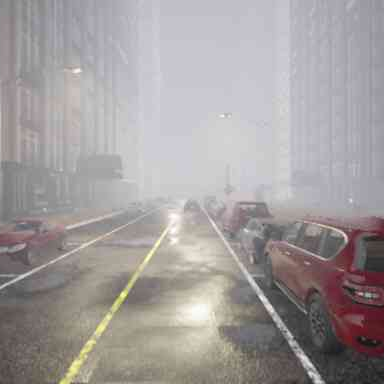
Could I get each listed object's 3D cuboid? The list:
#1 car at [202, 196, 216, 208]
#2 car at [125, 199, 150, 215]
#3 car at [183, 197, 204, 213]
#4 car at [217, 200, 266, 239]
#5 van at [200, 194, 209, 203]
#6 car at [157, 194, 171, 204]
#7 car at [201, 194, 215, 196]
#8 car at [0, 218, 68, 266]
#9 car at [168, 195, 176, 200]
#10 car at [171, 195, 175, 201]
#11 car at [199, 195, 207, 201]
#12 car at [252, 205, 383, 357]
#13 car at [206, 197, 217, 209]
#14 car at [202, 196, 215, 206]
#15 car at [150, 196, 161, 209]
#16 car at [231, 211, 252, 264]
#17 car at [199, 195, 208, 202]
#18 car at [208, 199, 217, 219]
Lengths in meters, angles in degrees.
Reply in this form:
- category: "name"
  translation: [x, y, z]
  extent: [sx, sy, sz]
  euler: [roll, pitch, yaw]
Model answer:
- category: "car"
  translation: [2.715, 1.560, 44.782]
  extent: [1.947, 1.339, 4.313]
  euler: [0, 0, 0]
- category: "car"
  translation: [-5.671, 1.579, 33.707]
  extent: [1.802, 1.307, 4.206]
  euler: [0, 0, 0]
- category: "car"
  translation: [0.018, 1.560, 36.886]
  extent: [1.994, 1.385, 4.181]
  euler: [0, 0, 0]
- category: "car"
  translation: [2.703, 1.313, 17.086]
  extent: [2.192, 1.841, 5.009]
  euler: [0, 0, 0]
- category: "van"
  translation: [2.728, 1.329, 72.478]
  extent: [1.690, 1.788, 3.998]
  euler: [0, 0, 0]
- category: "car"
  translation: [-5.657, 1.306, 61.403]
  extent: [2.192, 1.841, 5.009]
  euler: [0, 0, 0]
- category: "car"
  translation: [2.719, 1.308, 50.321]
  extent: [2.192, 1.841, 5.009]
  euler: [0, 0, 0]
- category: "car"
  translation: [-5.681, 1.581, 11.550]
  extent: [1.802, 1.307, 4.206]
  euler: [0, 0, 0]
- category: "car"
  translation: [-5.643, 1.528, 94.639]
  extent: [1.887, 1.381, 4.507]
  euler: [0, 0, 0]
- category: "car"
  translation: [-5.651, 1.532, 78.022]
  extent: [1.887, 1.381, 4.507]
  euler: [0, 0, 0]
- category: "car"
  translation: [2.732, 1.511, 83.727]
  extent: [1.752, 1.417, 4.829]
  euler: [0, 0, 0]
- category: "car"
  translation: [2.698, 1.314, 6.007]
  extent: [2.192, 1.841, 5.009]
  euler: [0, 0, 0]
- category: "car"
  translation: [2.710, 1.521, 33.874]
  extent: [1.752, 1.417, 4.829]
  euler: [0, 0, 0]
- category: "car"
  translation: [2.720, 1.432, 55.861]
  extent: [1.967, 1.590, 4.097]
  euler: [0, 0, 0]
- category: "car"
  translation: [-5.665, 1.577, 44.786]
  extent: [1.802, 1.307, 4.206]
  euler: [0, 0, 0]
- category: "car"
  translation: [2.700, 1.565, 11.547]
  extent: [1.947, 1.339, 4.313]
  euler: [0, 0, 0]
- category: "car"
  translation: [2.730, 1.427, 78.018]
  extent: [1.967, 1.590, 4.097]
  euler: [0, 0, 0]
- category: "car"
  translation: [2.707, 1.547, 28.164]
  extent: [2.008, 1.369, 4.403]
  euler: [0, 0, 0]
